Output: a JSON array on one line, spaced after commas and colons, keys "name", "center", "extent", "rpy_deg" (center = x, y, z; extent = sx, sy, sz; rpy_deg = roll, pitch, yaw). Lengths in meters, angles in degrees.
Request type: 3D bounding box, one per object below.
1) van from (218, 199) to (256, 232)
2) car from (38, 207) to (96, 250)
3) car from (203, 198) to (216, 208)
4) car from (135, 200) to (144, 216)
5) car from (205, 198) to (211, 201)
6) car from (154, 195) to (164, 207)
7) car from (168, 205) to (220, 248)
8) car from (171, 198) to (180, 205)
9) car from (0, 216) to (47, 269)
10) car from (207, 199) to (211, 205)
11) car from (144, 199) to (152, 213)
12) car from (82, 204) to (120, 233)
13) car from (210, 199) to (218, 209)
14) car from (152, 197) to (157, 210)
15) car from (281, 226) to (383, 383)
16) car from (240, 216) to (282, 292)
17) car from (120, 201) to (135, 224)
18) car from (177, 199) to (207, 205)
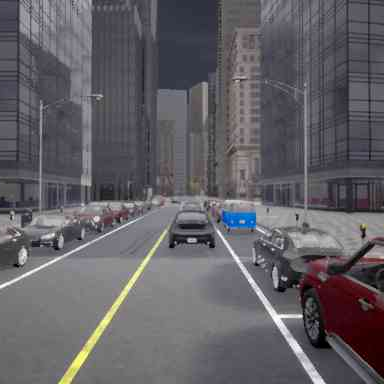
[{"name": "van", "center": [2.678, 1.354, 19.592], "extent": [1.690, 1.788, 3.998], "rpy_deg": [1, 0, 0]}, {"name": "car", "center": [-5.848, 1.557, 14.138], "extent": [2.008, 1.369, 4.403], "rpy_deg": [1, 0, 0]}, {"name": "car", "center": [2.673, 1.667, 52.350], "extent": [1.887, 1.381, 4.507], "rpy_deg": [0, 0, 0]}, {"name": "car", "center": [-5.850, 1.619, 30.516], "extent": [1.802, 1.307, 4.206], "rpy_deg": [1, 0, 0]}, {"name": "car", "center": [2.674, 1.655, 41.431], "extent": [1.802, 1.307, 4.206], "rpy_deg": [0, 0, 0]}, {"name": "car", "center": [-5.851, 1.646, 52.182], "extent": [1.752, 1.417, 4.829], "rpy_deg": [0, 0, 0]}, {"name": "car", "center": [0.000, 1.525, 14.651], "extent": [1.837, 1.490, 4.892], "rpy_deg": [0, 0, 0]}, {"name": "car", "center": [-3.000, 1.790, 64.655], "extent": [2.033, 1.411, 5.357], "rpy_deg": [0, 0, 0]}, {"name": "car", "center": [-5.848, 1.553, 8.678], "extent": [2.008, 1.369, 4.403], "rpy_deg": [1, 0, 0]}, {"name": "car", "center": [2.675, 1.582, 30.511], "extent": [1.887, 1.381, 4.507], "rpy_deg": [1, 0, 0]}, {"name": "car", "center": [-5.850, 1.604, 35.975], "extent": [2.008, 1.369, 4.403], "rpy_deg": [1, 0, 0]}, {"name": "car", "center": [-5.848, 1.453, 19.598], "extent": [1.967, 1.590, 4.097], "rpy_deg": [1, 0, 0]}, {"name": "car", "center": [2.676, 1.464, 25.052], "extent": [1.967, 1.590, 4.097], "rpy_deg": [1, 0, 0]}, {"name": "car", "center": [-5.851, 1.639, 41.434], "extent": [1.947, 1.339, 4.313], "rpy_deg": [1, 0, 0]}, {"name": "car", "center": [2.680, 1.315, 3.211], "extent": [2.192, 1.841, 5.009], "rpy_deg": [1, 0, 0]}, {"name": "car", "center": [2.677, 1.553, 8.671], "extent": [2.008, 1.369, 4.403], "rpy_deg": [1, 0, 0]}, {"name": "car", "center": [-5.849, 1.568, 25.057], "extent": [1.887, 1.381, 4.507], "rpy_deg": [1, 0, 0]}, {"name": "car", "center": [0.000, 1.599, 29.652], "extent": [2.033, 1.411, 5.357], "rpy_deg": [0, 0, 0]}]
